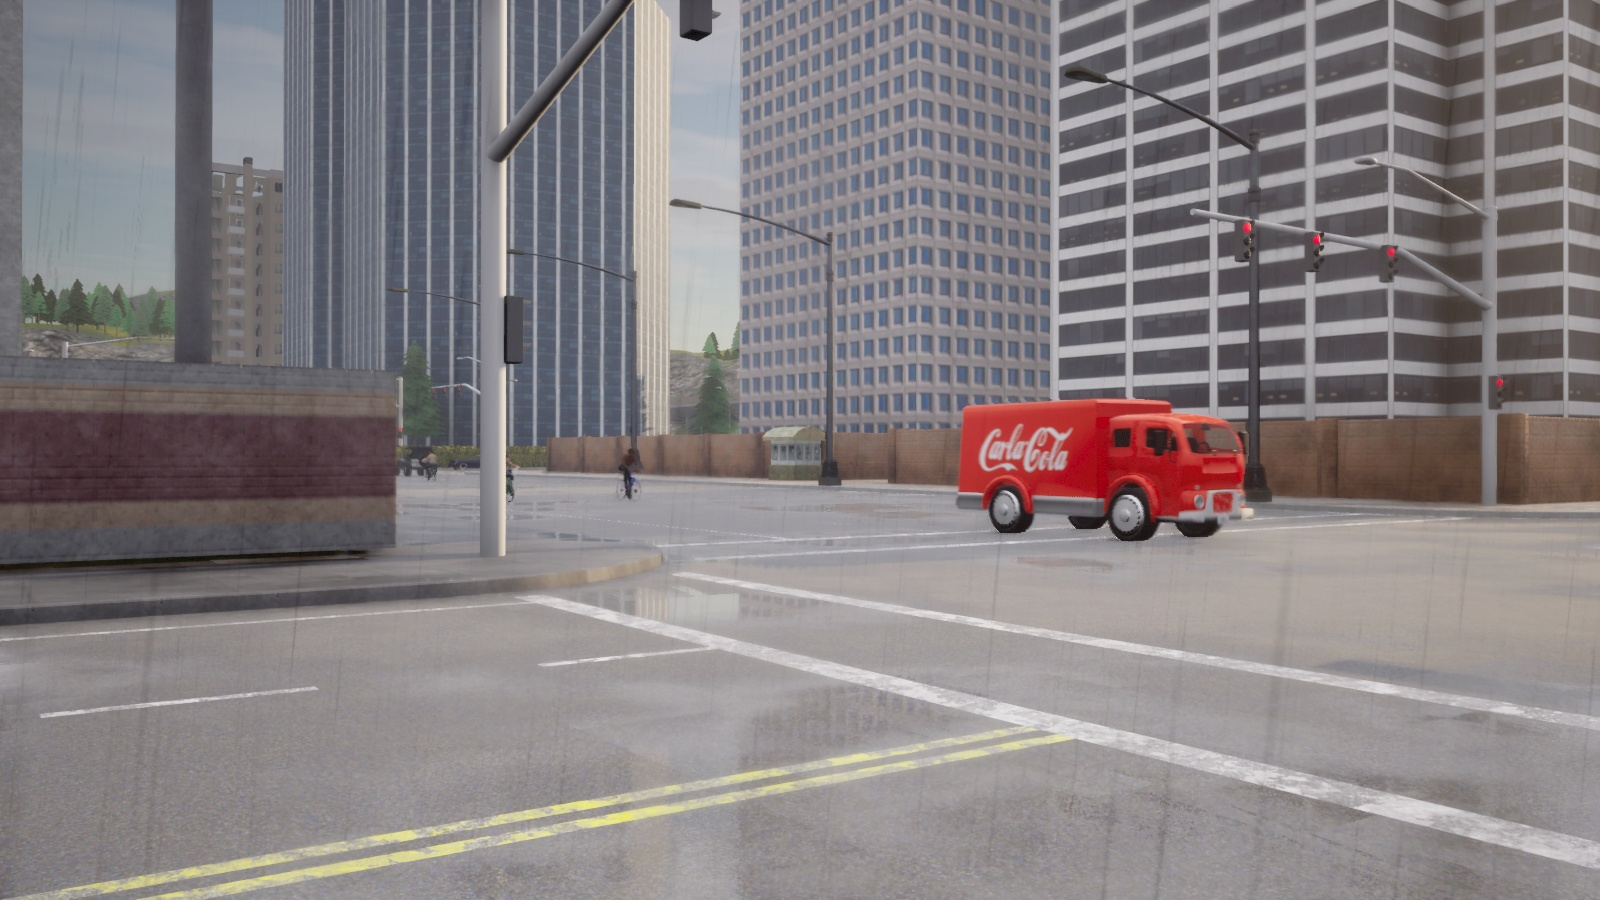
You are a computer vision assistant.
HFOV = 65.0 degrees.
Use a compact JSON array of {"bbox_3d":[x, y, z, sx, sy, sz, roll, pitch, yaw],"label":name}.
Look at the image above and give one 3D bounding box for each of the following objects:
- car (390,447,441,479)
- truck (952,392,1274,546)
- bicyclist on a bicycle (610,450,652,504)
[{"bbox_3d":[-23.771,0.781,77.625,1.905,1.878,3.866,0,0,-35],"label":"car"},{"bbox_3d":[5.554,0.302,22.923,2.627,2.467,5.204,0,0,-37],"label":"truck"},{"bbox_3d":[-5.174,0.802,38.278,0.582,1.620,1.656,0,0,-35],"label":"bicyclist on a bicycle"}]
